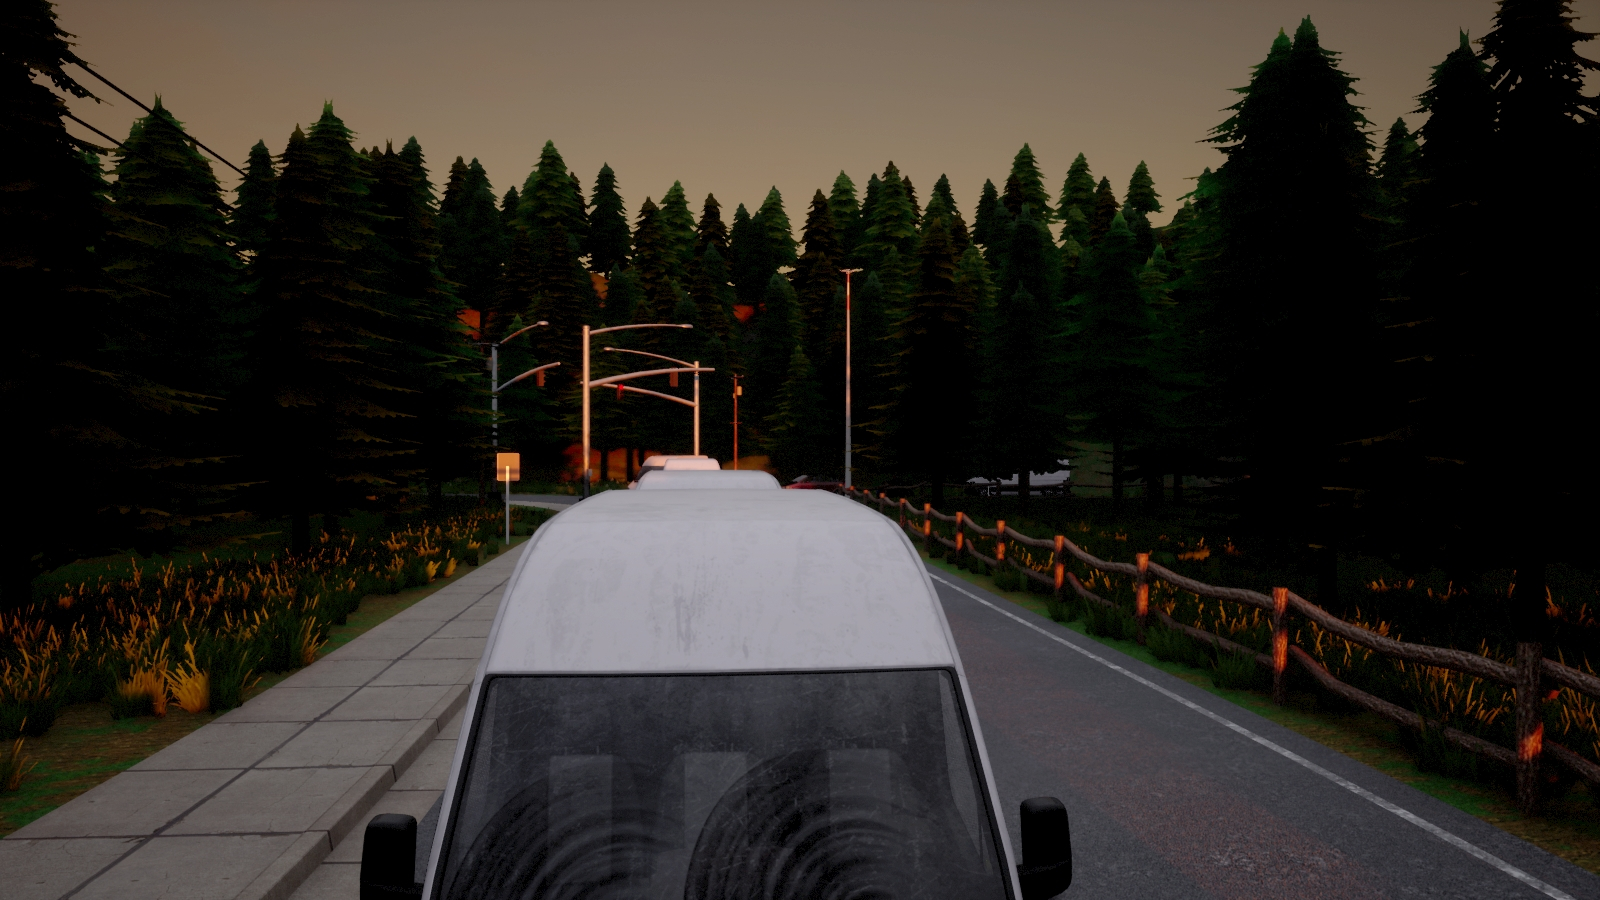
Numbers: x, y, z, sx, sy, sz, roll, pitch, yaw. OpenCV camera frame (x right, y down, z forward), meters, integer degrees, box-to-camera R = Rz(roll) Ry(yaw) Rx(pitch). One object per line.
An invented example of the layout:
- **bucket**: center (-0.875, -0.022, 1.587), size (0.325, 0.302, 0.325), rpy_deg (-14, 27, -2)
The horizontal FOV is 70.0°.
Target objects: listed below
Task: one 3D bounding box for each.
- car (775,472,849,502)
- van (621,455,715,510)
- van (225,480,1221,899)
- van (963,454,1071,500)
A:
- **car**: center (0.673, 2.026, 63.061), size (3.705, 1.549, 1.789), rpy_deg (0, 0, -20)
- **van**: center (-6.387, 1.515, 56.031), size (1.988, 2.561, 5.915), rpy_deg (0, 0, 22)
- **van**: center (-0.362, 1.499, 5.234), size (1.988, 2.561, 5.915), rpy_deg (0, 0, -5)
- **van**: center (12.363, 1.534, 65.308), size (5.915, 2.561, 1.988), rpy_deg (0, 0, 5)
